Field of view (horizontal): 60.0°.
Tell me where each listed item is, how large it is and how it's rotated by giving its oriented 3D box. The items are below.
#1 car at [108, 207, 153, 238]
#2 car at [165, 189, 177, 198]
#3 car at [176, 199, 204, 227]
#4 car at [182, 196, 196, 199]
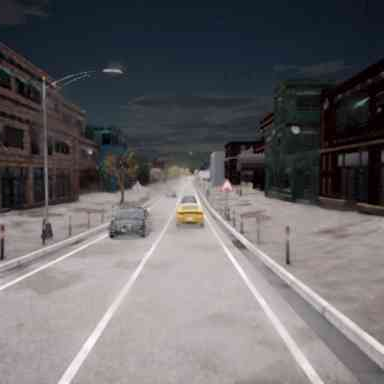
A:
[{"bbox_3d":[-3.273,1.608,18.379,1.837,1.490,4.892,0,0,-1],"label":"car"},{"bbox_3d":[-3.671,0.210,58.807,2.128,1.511,4.902,0,3,0],"label":"car"},{"bbox_3d":[-0.147,1.534,23.781,1.882,1.535,5.008,0,1,-1],"label":"car"},{"bbox_3d":[-0.337,1.138,42.020,1.994,1.385,4.181,0,2,-1],"label":"car"}]
